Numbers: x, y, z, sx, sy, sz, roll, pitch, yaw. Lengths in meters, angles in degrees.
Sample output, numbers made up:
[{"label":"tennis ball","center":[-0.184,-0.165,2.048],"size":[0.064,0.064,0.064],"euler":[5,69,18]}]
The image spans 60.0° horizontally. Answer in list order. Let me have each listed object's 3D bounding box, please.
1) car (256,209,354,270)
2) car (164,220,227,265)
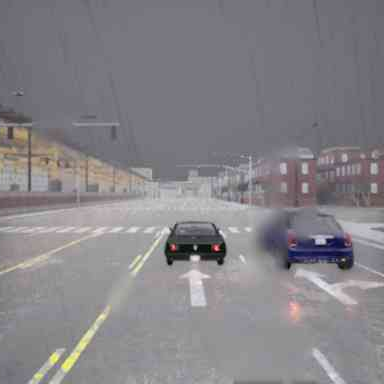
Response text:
[{"label":"car","center":[3.597,1.414,11.476],"size":[2.097,1.767,4.553],"euler":[0,0,-1]},{"label":"car","center":[0.098,1.665,11.931],"size":[1.895,1.301,4.718],"euler":[0,0,0]}]
